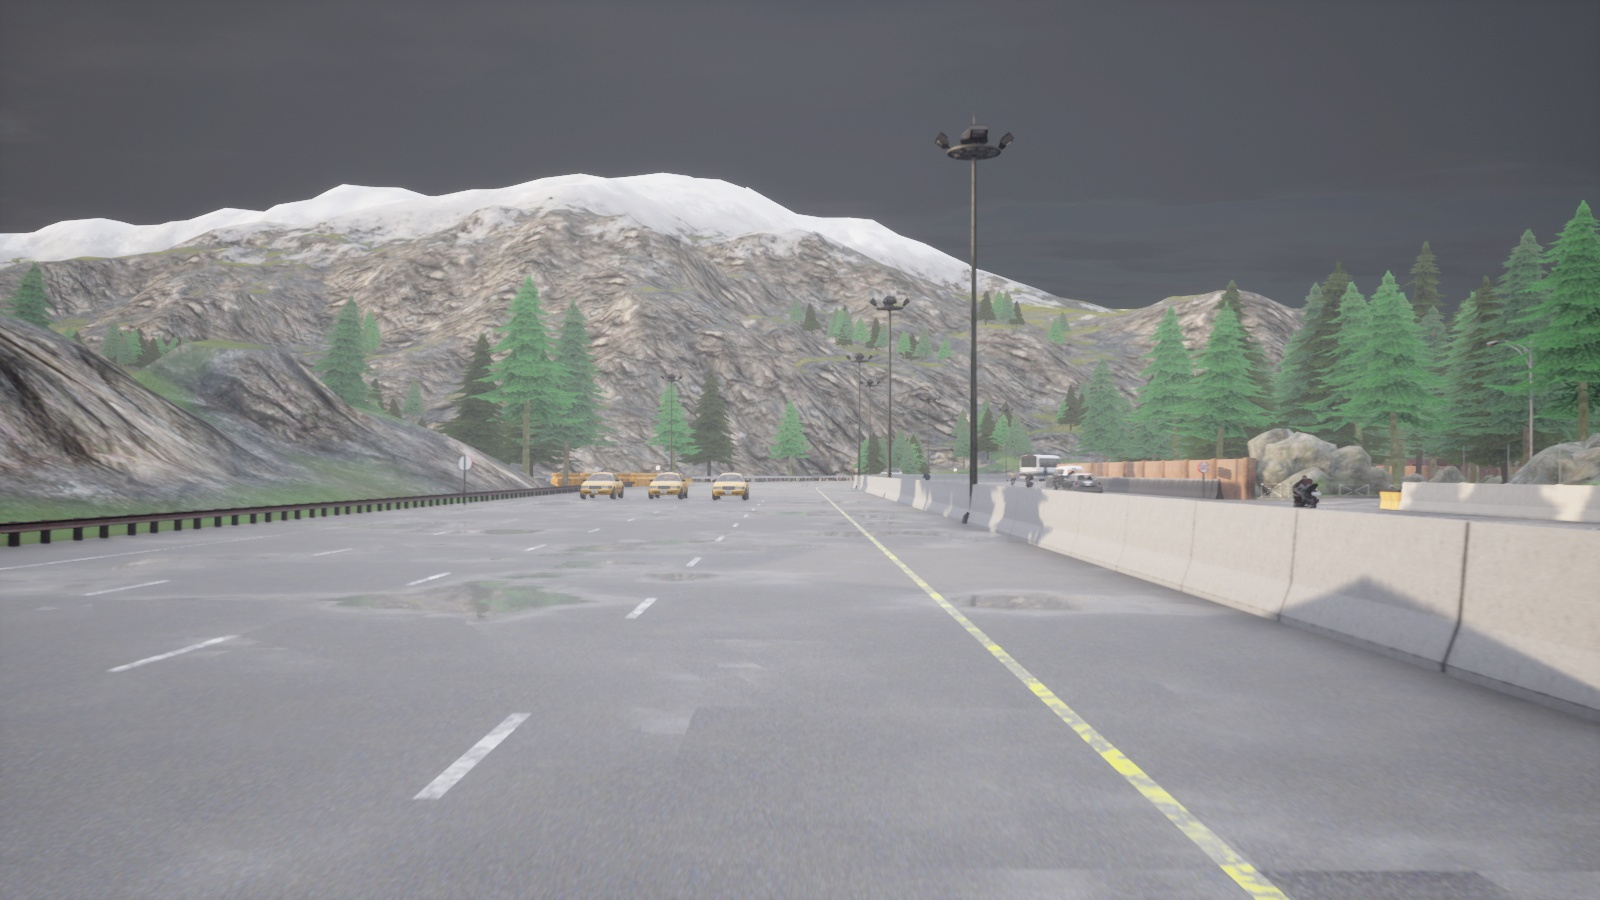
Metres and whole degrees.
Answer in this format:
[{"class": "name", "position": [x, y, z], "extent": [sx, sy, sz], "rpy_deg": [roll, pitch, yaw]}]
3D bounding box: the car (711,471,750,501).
[{"class": "car", "position": [-3.663, 1.894, 67.243], "extent": [1.801, 1.575, 5.366], "rpy_deg": [0, -1, 0]}]

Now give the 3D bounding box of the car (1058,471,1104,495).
[{"class": "car", "position": [17.312, 2.009, 77.555], "extent": [1.970, 1.475, 3.806], "rpy_deg": [0, -1, 0]}]

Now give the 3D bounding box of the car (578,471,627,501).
[{"class": "car", "position": [-10.665, 1.937, 68.132], "extent": [1.801, 1.575, 5.366], "rpy_deg": [0, -1, 0]}]

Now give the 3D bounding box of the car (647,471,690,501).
[{"class": "car", "position": [-7.167, 1.936, 68.900], "extent": [1.801, 1.575, 5.366], "rpy_deg": [0, -1, 0]}]

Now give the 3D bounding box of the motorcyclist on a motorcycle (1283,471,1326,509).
[{"class": "motorcyclist on a motorcycle", "position": [20.874, 1.636, 51.971], "extent": [0.866, 1.530, 2.191], "rpy_deg": [0, -1, 0]}]
